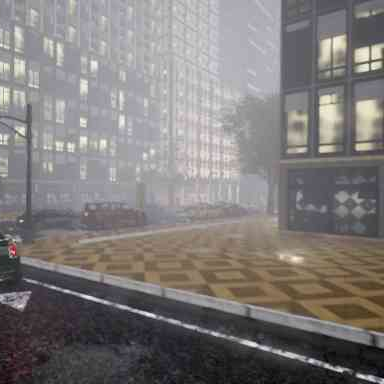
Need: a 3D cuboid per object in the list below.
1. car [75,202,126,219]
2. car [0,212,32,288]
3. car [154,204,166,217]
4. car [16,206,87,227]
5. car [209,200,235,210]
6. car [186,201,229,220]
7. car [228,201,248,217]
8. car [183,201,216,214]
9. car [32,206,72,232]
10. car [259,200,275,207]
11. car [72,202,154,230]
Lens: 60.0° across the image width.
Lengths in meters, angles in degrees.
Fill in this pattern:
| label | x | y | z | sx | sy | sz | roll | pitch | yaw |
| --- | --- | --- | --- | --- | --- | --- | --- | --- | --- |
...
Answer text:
| label | x | y | z | sx | sy | sz | roll | pitch | yaw |
| --- | --- | --- | --- | --- | --- | --- | --- | --- | --- |
| car | -8.879 | 1.750 | 32.692 | 1.752 | 1.417 | 4.829 | 0 | 0 | 36 |
| car | -6.165 | 1.385 | 8.215 | 4.553 | 1.767 | 2.097 | 0 | 0 | 38 |
| car | -4.965 | 1.831 | 33.618 | 2.033 | 1.411 | 5.357 | 1 | 0 | 37 |
| car | -10.760 | 1.799 | 25.782 | 1.895 | 1.301 | 4.718 | 1 | 0 | 36 |
| car | 4.632 | 1.987 | 50.961 | 1.947 | 1.339 | 4.313 | 0 | 0 | 36 |
| car | 1.417 | 1.905 | 32.519 | 1.752 | 1.417 | 4.829 | 0 | 0 | 36 |
| car | 4.669 | 2.009 | 36.918 | 1.802 | 1.307 | 4.206 | 0 | 0 | 36 |
| car | 1.018 | 1.935 | 41.685 | 1.994 | 1.385 | 4.181 | 1 | 0 | 37 |
| car | -9.389 | 1.783 | 22.261 | 1.994 | 1.385 | 4.181 | 1 | 0 | 35 |
| car | 14.588 | 2.086 | 64.424 | 1.752 | 1.417 | 4.829 | 0 | 0 | 36 |
| car | -5.390 | 1.594 | 23.314 | 2.192 | 1.841 | 5.009 | 0 | 0 | 36 |
